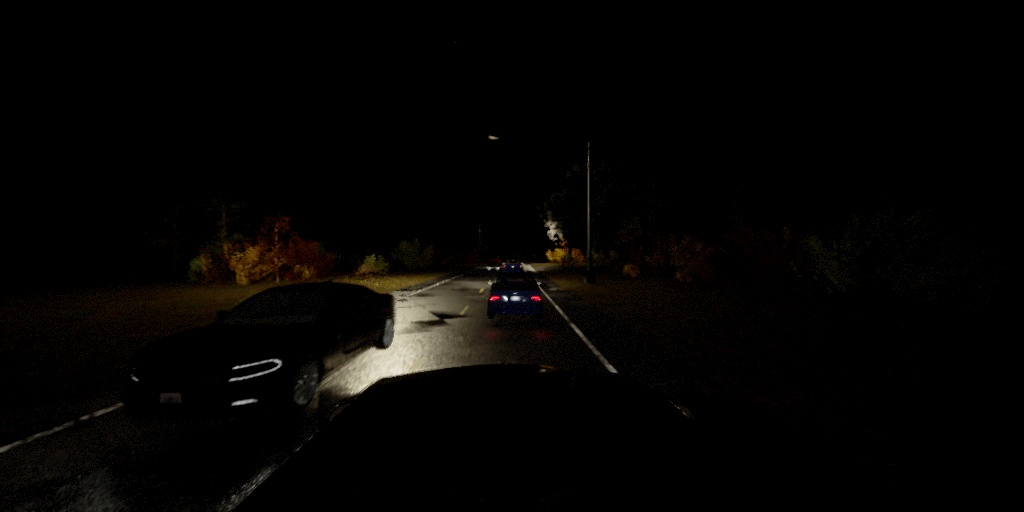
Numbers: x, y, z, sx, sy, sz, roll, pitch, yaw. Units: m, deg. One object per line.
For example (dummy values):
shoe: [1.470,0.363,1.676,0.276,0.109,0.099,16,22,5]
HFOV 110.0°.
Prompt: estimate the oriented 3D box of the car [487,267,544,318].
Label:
car: [0.098,1.297,13.025,2.033,1.411,5.357,0,0,0]

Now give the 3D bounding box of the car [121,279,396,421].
car: [-3.601,1.227,6.280,1.882,1.535,5.008,0,0,0]

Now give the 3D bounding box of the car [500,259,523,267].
car: [0.096,1.103,37.565,2.097,1.767,4.553,0,0,0]
